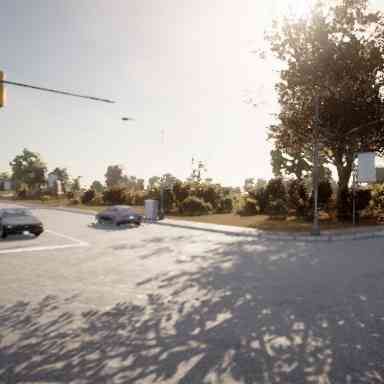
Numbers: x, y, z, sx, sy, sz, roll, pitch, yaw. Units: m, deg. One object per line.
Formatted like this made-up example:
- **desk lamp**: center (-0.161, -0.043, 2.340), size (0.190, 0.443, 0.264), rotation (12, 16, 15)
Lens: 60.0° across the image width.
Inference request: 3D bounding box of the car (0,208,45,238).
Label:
- **car**: center (-9.641, 1.581, 18.113), size (2.033, 1.411, 5.357), rotation (1, -1, -39)

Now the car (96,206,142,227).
- **car**: center (-5.337, 1.684, 24.093), size (1.994, 1.385, 4.181), rotation (1, -1, -39)

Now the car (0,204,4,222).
- **car**: center (-16.684, 1.627, 26.890), size (1.895, 1.301, 4.718), rotation (1, -1, -39)
